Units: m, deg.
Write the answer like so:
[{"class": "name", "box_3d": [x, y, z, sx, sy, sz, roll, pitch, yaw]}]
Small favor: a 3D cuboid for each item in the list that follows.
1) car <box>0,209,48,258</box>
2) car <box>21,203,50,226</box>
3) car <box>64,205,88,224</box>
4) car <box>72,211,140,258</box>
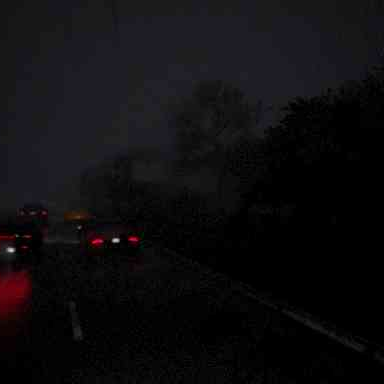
[{"class": "car", "box_3d": [-6.898, 1.672, 13.213, 1.837, 1.490, 4.892, 0, 0, -23]}, {"class": "car", "box_3d": [-12.772, 1.690, 27.029, 2.097, 1.767, 4.553, 0, -1, -23]}, {"class": "car", "box_3d": [-10.076, 1.851, 29.006, 1.882, 1.535, 5.008, 0, -1, -23]}, {"class": "car", "box_3d": [-3.558, 1.728, 13.640, 2.033, 1.411, 5.357, 0, -1, -23]}]
